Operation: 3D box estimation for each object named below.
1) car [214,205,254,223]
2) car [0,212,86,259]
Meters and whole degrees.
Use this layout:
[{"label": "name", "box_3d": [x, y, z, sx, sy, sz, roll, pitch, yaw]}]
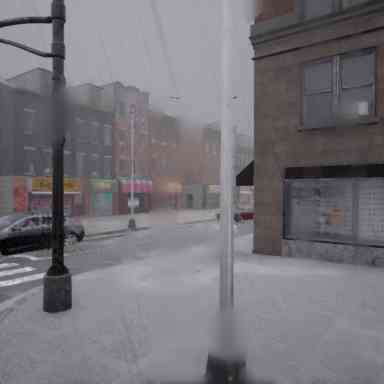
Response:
[{"label": "car", "box_3d": [3.663, 1.673, 26.074, 1.895, 1.301, 4.718, 0, 0, 35]}, {"label": "car", "box_3d": [-6.096, 1.510, 11.831, 2.128, 1.511, 4.902, 0, 0, 31]}]
